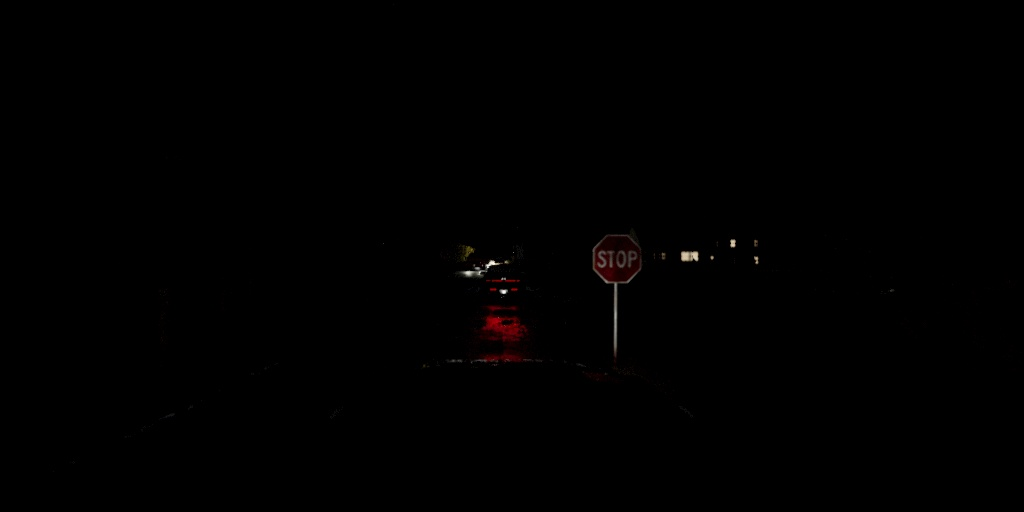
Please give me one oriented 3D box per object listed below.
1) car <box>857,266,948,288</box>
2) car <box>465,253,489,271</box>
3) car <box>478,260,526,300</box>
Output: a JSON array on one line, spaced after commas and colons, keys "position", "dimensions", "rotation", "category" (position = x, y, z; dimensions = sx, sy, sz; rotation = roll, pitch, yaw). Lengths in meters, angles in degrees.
[{"position": [25.948, 1.316, 23.938], "dimensions": [5.008, 1.535, 1.882], "rotation": [1, 1, -2], "category": "car"}, {"position": [-4.276, 0.645, 42.868], "dimensions": [2.150, 2.045, 5.566], "rotation": [0, 1, -1], "category": "car"}, {"position": [-0.410, 1.142, 16.729], "dimensions": [1.837, 1.490, 4.892], "rotation": [1, 0, -2], "category": "car"}]
